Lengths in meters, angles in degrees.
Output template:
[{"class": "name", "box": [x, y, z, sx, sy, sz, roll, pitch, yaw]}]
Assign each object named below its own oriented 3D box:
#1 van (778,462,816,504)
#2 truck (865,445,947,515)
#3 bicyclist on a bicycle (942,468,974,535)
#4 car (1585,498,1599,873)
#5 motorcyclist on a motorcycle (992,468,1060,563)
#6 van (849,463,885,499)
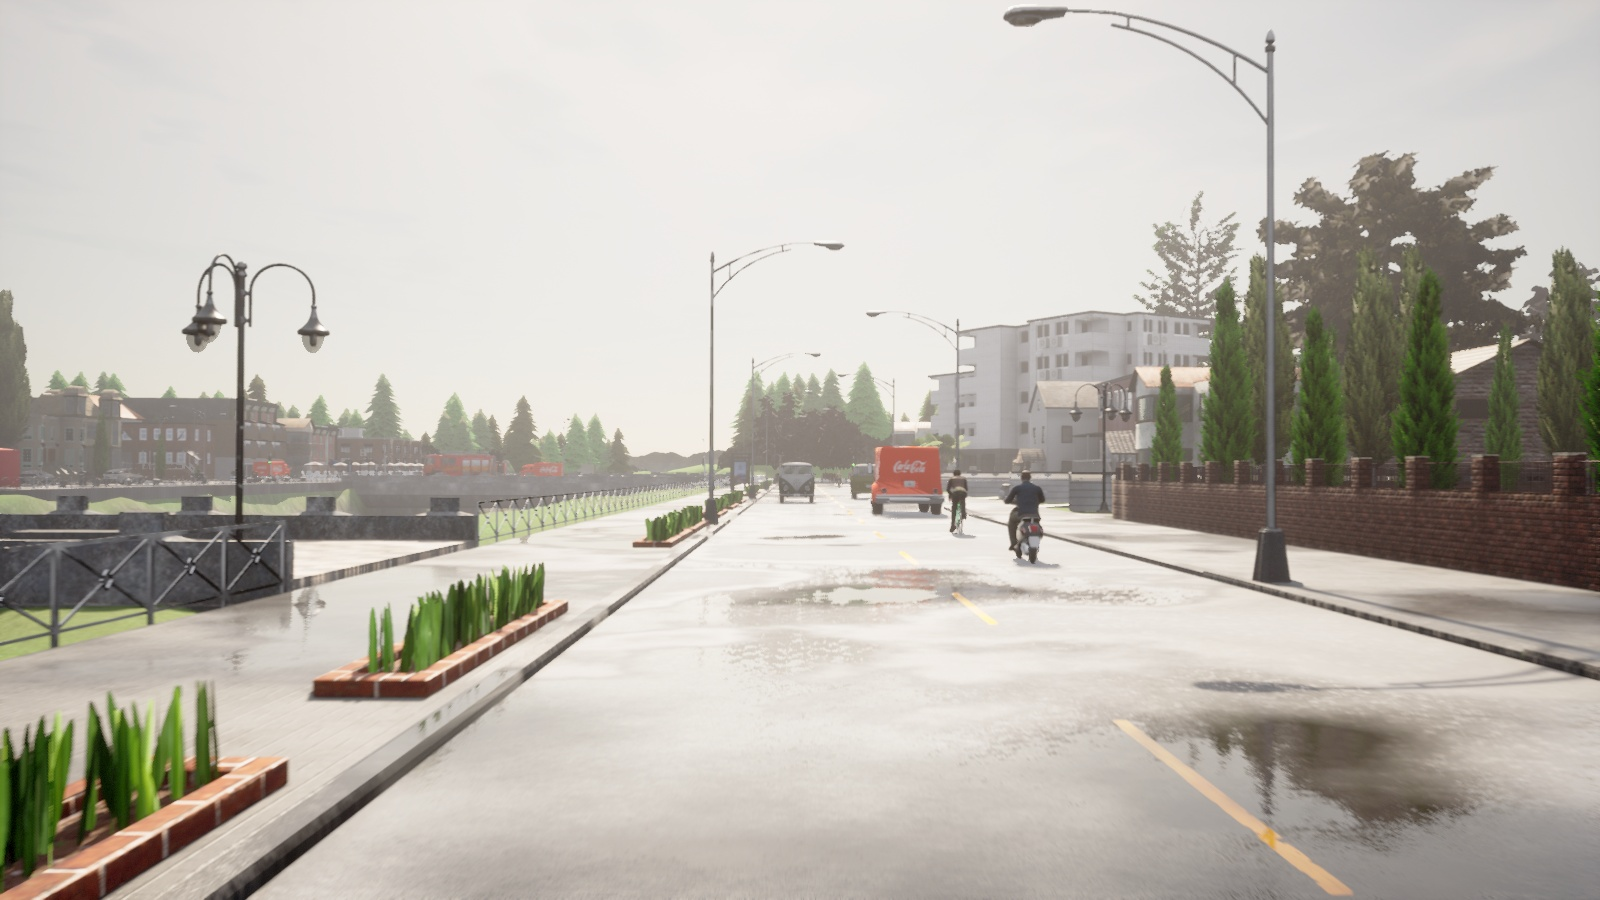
[{"class": "van", "box": [-0.147, 1.606, 62.018, 1.775, 1.987, 4.442, 0, -1, 0]}, {"class": "truck", "box": [3.888, 1.102, 47.168, 2.627, 2.467, 5.204, 0, -1, 0]}, {"class": "bicyclist on a bicycle", "box": [3.926, 1.276, 31.319, 0.582, 1.620, 1.656, 0, -1, 0]}, {"class": "car", "box": [3.994, 0.868, 2.579, 1.812, 1.442, 4.674, 0, -1, 0]}, {"class": "motorcyclist on a motorcycle", "box": [3.948, 1.122, 22.075, 0.866, 1.590, 1.817, 0, -1, 0]}, {"class": "van", "box": [3.830, 1.760, 72.185, 1.775, 1.987, 4.442, 0, -1, 0]}]
